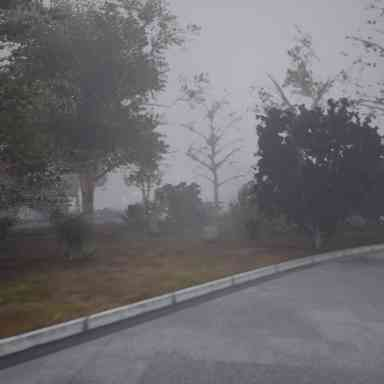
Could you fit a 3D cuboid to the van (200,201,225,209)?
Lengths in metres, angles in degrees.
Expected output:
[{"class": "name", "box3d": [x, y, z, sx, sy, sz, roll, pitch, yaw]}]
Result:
[{"class": "van", "box3d": [2.830, 2.170, 41.329, 4.442, 1.987, 1.878, 0, -3, -42]}]

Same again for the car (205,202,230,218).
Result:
[{"class": "car", "box3d": [4.462, 2.273, 39.033, 5.366, 1.575, 1.946, 0, -3, -42]}]

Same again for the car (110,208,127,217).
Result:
[{"class": "car", "box3d": [-11.009, 3.543, 56.795, 4.674, 1.452, 2.002, 0, -4, -42]}]

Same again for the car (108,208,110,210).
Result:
[{"class": "car", "box3d": [-13.149, 3.566, 59.140, 4.553, 1.767, 2.185, 0, -3, -41]}]
